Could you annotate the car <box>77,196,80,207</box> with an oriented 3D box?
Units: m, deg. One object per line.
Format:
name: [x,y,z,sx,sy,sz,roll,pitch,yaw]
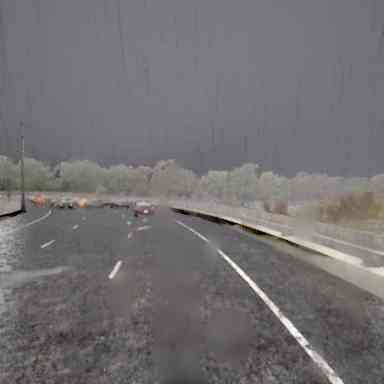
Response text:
car: [-17.681,1.409,53.321,2.097,1.767,4.553,-1,0,-32]

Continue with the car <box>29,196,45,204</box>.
car: [-31.419,1.513,67.191,2.097,1.767,4.553,-1,0,-40]

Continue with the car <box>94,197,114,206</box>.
car: [-14.633,1.588,55.042,1.994,1.385,4.181,-1,0,-32]

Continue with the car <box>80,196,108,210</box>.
car: [-13.045,1.524,44.076,2.128,1.511,4.902,-1,0,-26]

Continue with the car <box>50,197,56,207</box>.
car: [-20.759,1.581,51.654,2.128,1.511,4.902,-1,0,-32]

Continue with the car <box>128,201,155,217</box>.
car: [-4.571,1.514,30.712,1.812,1.442,4.674,0,0,-16]

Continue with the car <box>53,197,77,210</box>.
car: [-16.706,1.669,43.644,1.895,1.301,4.718,-1,0,-26]

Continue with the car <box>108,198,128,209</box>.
car: [-9.920,1.547,45.636,2.033,1.411,5.357,-1,0,-26]
